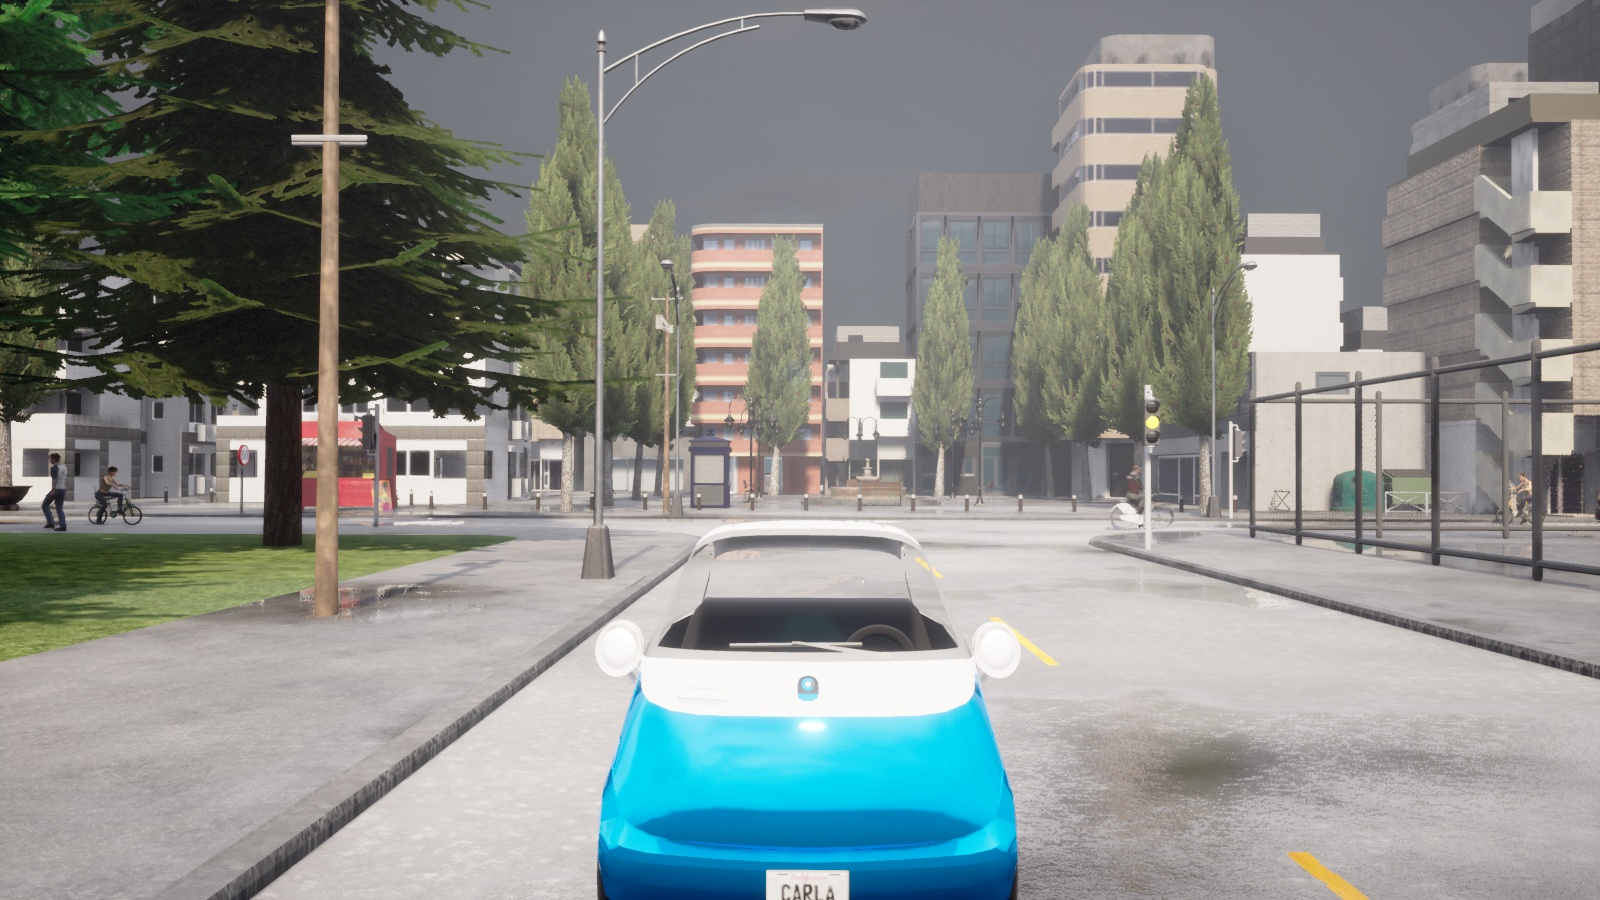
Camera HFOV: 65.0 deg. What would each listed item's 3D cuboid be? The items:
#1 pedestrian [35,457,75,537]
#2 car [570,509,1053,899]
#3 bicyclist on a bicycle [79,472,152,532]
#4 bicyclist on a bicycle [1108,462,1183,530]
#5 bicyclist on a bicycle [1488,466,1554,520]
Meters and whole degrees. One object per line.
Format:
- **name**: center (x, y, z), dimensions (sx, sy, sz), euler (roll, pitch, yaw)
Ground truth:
- **pedestrian**: center (-17.170, 1.078, 28.939), dimensions (0.706, 1.836, 0.354), euler (0, -1, 3)
- **car**: center (0.037, 0.953, 4.965), dimensions (1.481, 1.376, 2.207), euler (0, -1, 0)
- **bicyclist on a bicycle**: center (-18.738, 1.402, 34.391), dimensions (1.509, 1.612, 0.866), euler (0, -1, 1)
- **bicyclist on a bicycle**: center (9.291, 1.214, 33.775), dimensions (1.843, 1.776, 0.659), euler (0, 1, -14)
- **bicyclist on a bicycle**: center (21.948, 1.304, 38.248), dimensions (1.509, 1.612, 0.866), euler (0, -1, 0)
